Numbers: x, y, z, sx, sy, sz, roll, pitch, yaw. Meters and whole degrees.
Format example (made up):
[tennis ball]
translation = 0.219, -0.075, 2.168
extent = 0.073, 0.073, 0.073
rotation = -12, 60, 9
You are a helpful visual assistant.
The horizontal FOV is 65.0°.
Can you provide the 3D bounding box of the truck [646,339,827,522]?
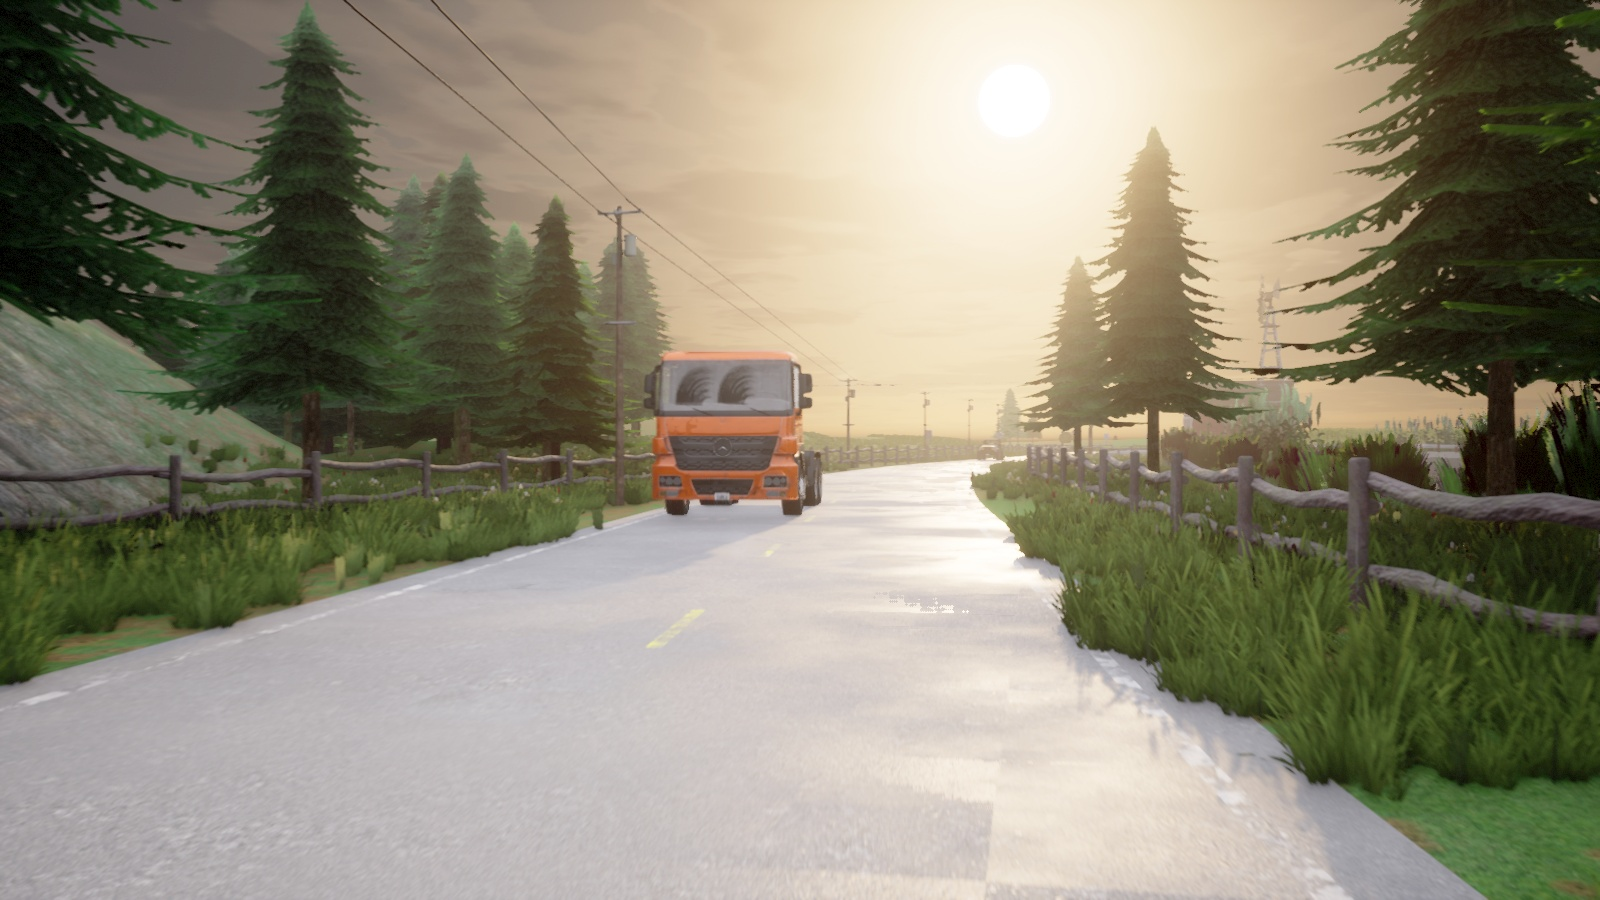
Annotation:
[truck]
translation = -1.144, -0.394, 27.937
extent = 2.891, 3.462, 7.936
rotation = 0, 0, 5
